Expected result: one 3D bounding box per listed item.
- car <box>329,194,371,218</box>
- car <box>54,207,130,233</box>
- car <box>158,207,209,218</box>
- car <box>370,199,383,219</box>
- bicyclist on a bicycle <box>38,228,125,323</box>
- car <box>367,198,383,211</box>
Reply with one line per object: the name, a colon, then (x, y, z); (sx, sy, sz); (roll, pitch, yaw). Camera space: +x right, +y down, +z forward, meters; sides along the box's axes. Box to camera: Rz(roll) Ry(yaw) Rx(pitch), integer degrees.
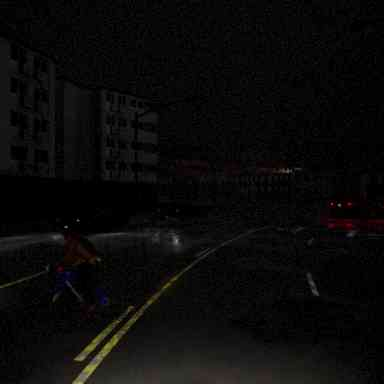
car: (14.490, 1.221, 30.379); (2.150, 2.045, 5.566); (0, 0, 44)
car: (-5.782, 1.601, 19.810); (1.895, 1.301, 4.718); (0, 0, 25)
car: (-0.459, 1.249, 22.817); (1.895, 1.301, 4.718); (0, 0, 30)
car: (17.200, 1.491, 28.157); (2.128, 1.511, 4.902); (0, 0, 44)
bicyclist on a bicycle: (-1.958, 1.455, 5.781); (1.656, 1.620, 0.582); (-2, 0, 10)
car: (23.281, 1.546, 41.601); (1.994, 1.385, 4.181); (0, 0, 22)
